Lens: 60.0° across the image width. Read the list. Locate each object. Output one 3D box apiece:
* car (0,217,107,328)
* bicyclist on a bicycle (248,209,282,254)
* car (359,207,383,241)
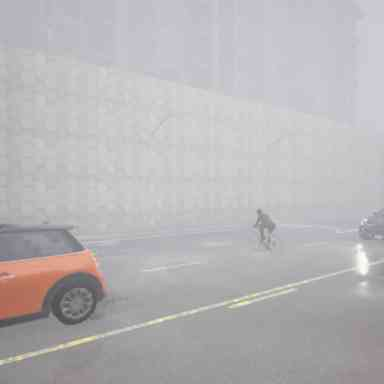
[{"bbox_3d":[-3.847,1.352,5.468,4.553,1.767,2.097,0,0,-37],"label":"car"},{"bbox_3d":[2.680,1.455,12.476,0.582,1.620,1.656,0,-2,-36],"label":"bicyclist on a bicycle"},{"bbox_3d":[9.799,1.352,15.573,4.553,1.767,2.097,0,0,-36],"label":"car"}]
